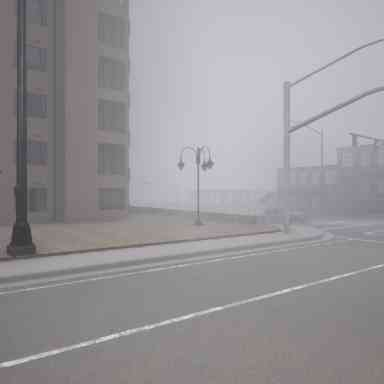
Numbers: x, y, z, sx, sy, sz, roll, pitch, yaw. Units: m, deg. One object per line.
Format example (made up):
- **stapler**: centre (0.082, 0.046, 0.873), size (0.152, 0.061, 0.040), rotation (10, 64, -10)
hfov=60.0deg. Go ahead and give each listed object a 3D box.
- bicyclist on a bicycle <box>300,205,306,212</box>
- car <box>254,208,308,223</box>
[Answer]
- **bicyclist on a bicycle**: centre (13.549, 2.464, 40.681), size (1.656, 1.620, 0.582), rotation (0, -8, -35)
- **car**: centre (7.934, 2.096, 29.818), size (1.895, 1.301, 4.718), rotation (0, -4, -36)
